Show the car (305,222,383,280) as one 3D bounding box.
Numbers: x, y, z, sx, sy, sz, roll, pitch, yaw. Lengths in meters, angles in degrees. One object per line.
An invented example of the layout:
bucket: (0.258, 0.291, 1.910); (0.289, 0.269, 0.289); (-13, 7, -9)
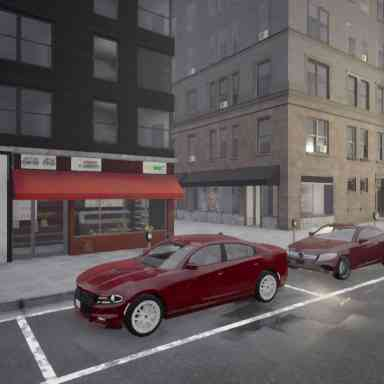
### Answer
car: (4.521, 1.577, 9.862); (4.206, 1.307, 1.802); (0, 0, -35)

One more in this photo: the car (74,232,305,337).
car: (0.000, 1.545, 6.643); (4.507, 1.381, 1.887); (0, 0, -35)
